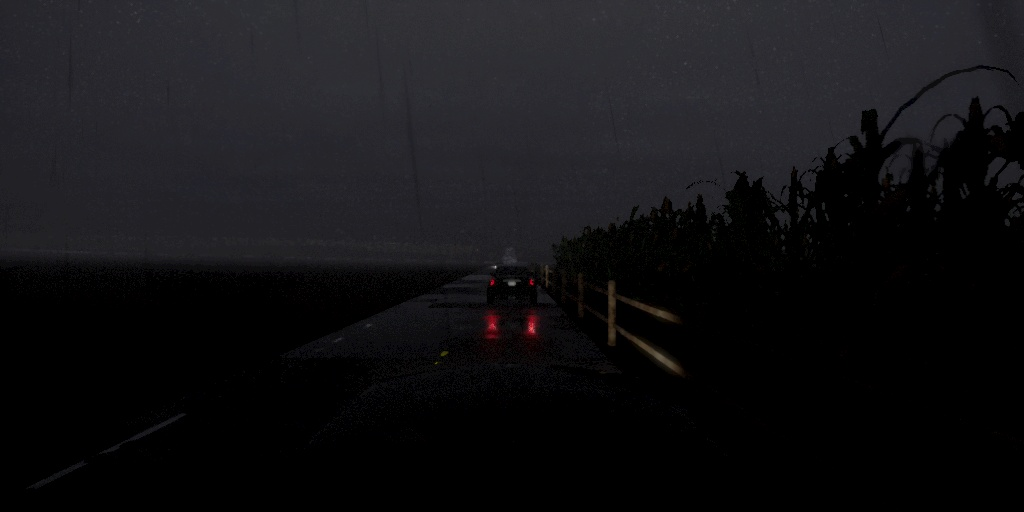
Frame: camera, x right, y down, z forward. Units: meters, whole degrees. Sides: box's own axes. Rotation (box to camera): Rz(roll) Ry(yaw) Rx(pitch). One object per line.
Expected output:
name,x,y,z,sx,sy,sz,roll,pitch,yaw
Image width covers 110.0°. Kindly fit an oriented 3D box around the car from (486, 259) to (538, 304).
car,0.000,1.134,16.475,2.097,1.767,4.553,0,0,0
